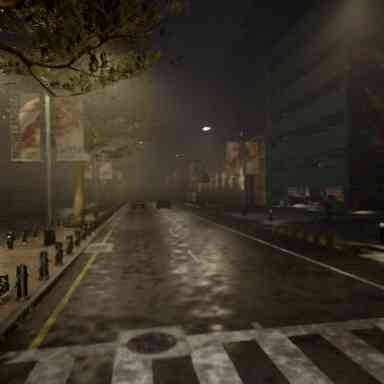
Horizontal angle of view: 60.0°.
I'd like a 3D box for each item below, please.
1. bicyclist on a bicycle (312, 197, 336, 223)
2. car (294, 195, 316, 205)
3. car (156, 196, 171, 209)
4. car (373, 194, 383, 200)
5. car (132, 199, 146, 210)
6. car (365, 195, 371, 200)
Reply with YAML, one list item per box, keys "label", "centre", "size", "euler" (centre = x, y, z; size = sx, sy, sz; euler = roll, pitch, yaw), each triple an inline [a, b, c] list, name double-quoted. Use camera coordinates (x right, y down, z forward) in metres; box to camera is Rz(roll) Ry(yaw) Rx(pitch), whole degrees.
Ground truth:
- label: "bicyclist on a bicycle"
  centre: [8.265, 1.140, 20.918]
  size: [1.656, 1.620, 0.582]
  euler: [-2, 0, -9]
- label: "car"
  centre: [15.599, 1.119, 46.407]
  size: [2.161, 1.482, 4.786]
  euler: [-1, 0, -10]
- label: "car"
  centre: [-4.121, 1.641, 47.840]
  size: [1.882, 1.535, 5.008]
  euler: [-1, 0, -9]
- label: "car"
  centre: [21.682, 0.869, 35.063]
  size: [2.002, 1.452, 4.674]
  euler: [-1, 0, -10]
- label: "car"
  centre: [-7.782, 1.756, 48.403]
  size: [1.837, 1.490, 4.892]
  euler: [-1, 0, -9]
- label: "car"
  centre: [27.106, 0.905, 47.924]
  size: [1.895, 1.301, 4.718]
  euler: [-1, 0, -10]
